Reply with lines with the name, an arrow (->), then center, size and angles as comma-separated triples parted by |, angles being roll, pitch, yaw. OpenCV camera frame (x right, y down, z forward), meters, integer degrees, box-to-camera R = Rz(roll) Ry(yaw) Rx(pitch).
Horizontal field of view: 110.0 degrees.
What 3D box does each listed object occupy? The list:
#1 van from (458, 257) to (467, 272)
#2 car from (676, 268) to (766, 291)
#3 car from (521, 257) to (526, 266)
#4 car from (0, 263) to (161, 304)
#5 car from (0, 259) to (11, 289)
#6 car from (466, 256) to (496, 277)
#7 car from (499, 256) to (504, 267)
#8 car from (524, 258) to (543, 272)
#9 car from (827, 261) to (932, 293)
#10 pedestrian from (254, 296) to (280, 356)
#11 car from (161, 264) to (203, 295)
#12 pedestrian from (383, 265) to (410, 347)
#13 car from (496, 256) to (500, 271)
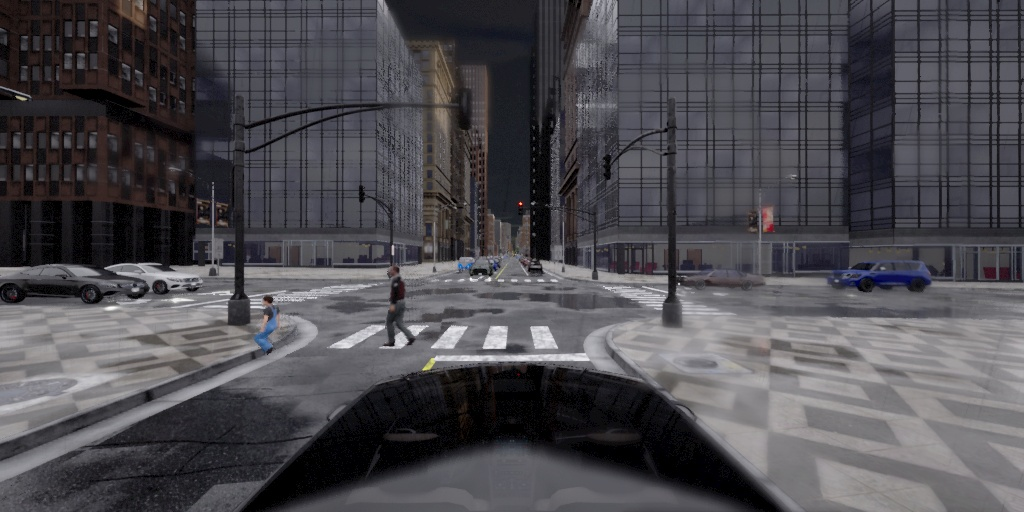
van -> -5.685, 1.059, 44.733 | 1.690, 1.789, 3.998 | 0, 0, 0
car -> 13.824, 1.519, 23.950 | 5.357, 1.411, 2.033 | 1, 0, 0
car -> 2.934, 1.272, 61.635 | 1.802, 1.307, 4.207 | 0, 0, 0
car -> -17.232, 1.046, 14.137 | 4.674, 1.442, 1.812 | 1, 0, -1
car -> -28.189, 0.870, 17.443 | 5.008, 1.535, 1.882 | 1, 0, 1
car -> -2.961, 1.081, 35.522 | 2.097, 1.767, 4.553 | 0, 0, 0
car -> -2.825, 1.198, 59.843 | 1.837, 1.490, 4.892 | 0, 0, 1
car -> 2.840, 1.284, 44.687 | 1.948, 1.339, 4.313 | 0, 0, 0
car -> 24.401, 1.334, 23.898 | 5.566, 2.045, 2.150 | 1, 0, 0
pedestrian -> -4.812, 1.324, 7.198 | 0.375, 1.300, 0.375 | 0, 0, 0
car -> -17.760, 1.051, 17.394 | 4.674, 1.442, 1.812 | 1, 0, 0
pedestrian -> -2.514, 1.043, 7.799 | 0.375, 1.860, 0.375 | 0, 0, 0
car -> -2.911, 1.193, 46.756 | 1.882, 1.535, 5.008 | 0, 0, 0
